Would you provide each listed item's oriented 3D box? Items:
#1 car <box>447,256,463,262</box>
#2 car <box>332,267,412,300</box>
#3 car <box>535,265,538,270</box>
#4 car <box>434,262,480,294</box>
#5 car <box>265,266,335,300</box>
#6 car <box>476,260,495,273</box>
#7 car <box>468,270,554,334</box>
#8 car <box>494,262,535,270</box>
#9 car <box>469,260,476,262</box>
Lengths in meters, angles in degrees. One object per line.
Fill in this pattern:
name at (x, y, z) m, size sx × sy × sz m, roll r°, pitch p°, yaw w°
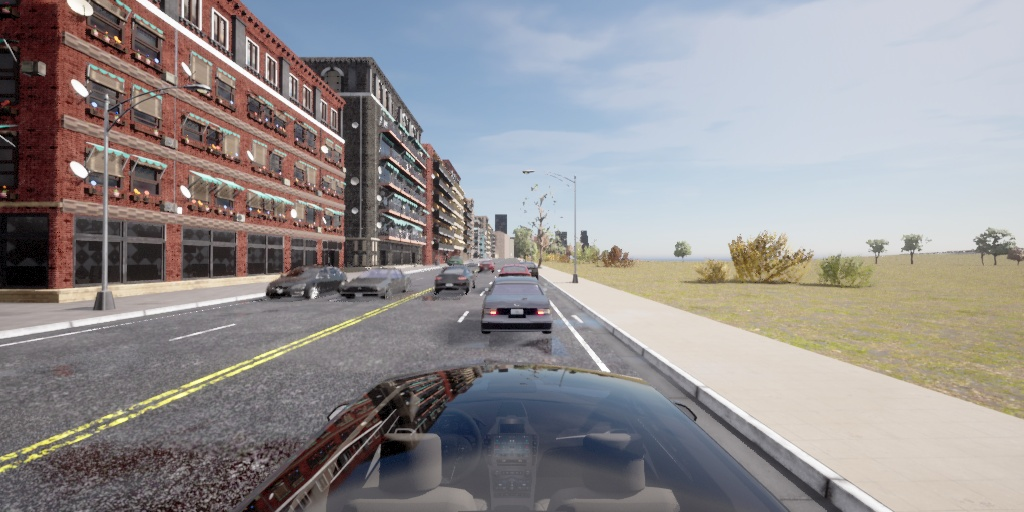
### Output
car at (-9.663, 0.975, 61.233) m, size 2.150 × 2.045 × 5.566 m, roll 0°, pitch 0°, yaw 1°
car at (-6.560, 1.299, 18.033) m, size 2.033 × 1.411 × 5.357 m, roll 0°, pitch 0°, yaw 0°
car at (1.212, 1.231, 30.554) m, size 1.882 × 1.535 × 5.008 m, roll 0°, pitch 0°, yaw 0°
car at (-3.105, 1.278, 20.137) m, size 1.812 × 1.442 × 4.674 m, roll 0°, pitch 0°, yaw 0°
car at (-9.810, 1.257, 17.592) m, size 1.837 × 1.490 × 4.892 m, roll 0°, pitch 0°, yaw 0°
car at (-3.038, 1.279, 44.482) m, size 1.812 × 1.442 × 4.674 m, roll 0°, pitch 0°, yaw 0°
car at (0.122, 1.299, 10.577) m, size 2.033 × 1.411 × 5.357 m, roll 0°, pitch 0°, yaw 0°
car at (0.152, 1.230, 21.117) m, size 1.882 × 1.535 × 5.008 m, roll 0°, pitch 0°, yaw 0°
car at (-6.430, 1.352, 59.426) m, size 1.895 × 1.301 × 4.718 m, roll 0°, pitch 0°, yaw 0°
